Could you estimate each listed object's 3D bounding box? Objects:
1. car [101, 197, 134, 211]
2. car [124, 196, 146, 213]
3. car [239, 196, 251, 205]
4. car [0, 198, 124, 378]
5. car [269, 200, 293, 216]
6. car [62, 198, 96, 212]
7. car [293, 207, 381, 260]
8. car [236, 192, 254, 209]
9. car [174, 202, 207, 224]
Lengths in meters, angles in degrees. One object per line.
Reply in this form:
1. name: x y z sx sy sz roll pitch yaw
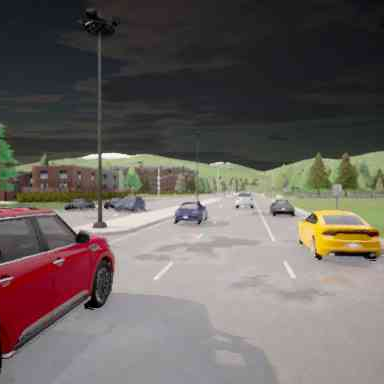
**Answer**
1. car: -8.982 1.407 40.625 2.033 1.411 5.357 0 0 10
2. car: -6.423 1.231 34.922 2.097 1.767 4.553 0 0 10
3. car: 8.778 1.370 54.991 1.994 1.385 4.181 0 0 10
4. car: -2.952 1.204 4.775 2.150 2.045 5.566 0 0 6
5. car: 8.275 1.454 30.759 1.994 1.385 4.181 0 0 10
6. car: -12.926 1.432 38.387 1.994 1.385 4.181 0 0 10
7. car: 5.183 1.433 12.337 1.882 1.535 5.008 0 0 9
8. car: 6.873 1.065 43.306 2.150 2.045 5.566 0 0 10
9. car: -0.019 1.442 23.751 1.812 1.442 4.674 0 0 10
